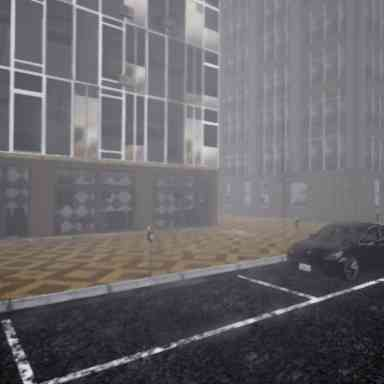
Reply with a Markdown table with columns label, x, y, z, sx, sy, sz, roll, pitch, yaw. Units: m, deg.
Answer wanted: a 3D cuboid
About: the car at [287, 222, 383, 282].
| label | x | y | z | sx | sy | sz | roll | pitch | yaw |
| --- | --- | --- | --- | --- | --- | --- | --- | --- | --- |
| car | 4.718 | 1.594 | 9.918 | 4.313 | 1.339 | 1.947 | 0 | 0 | -35 |
